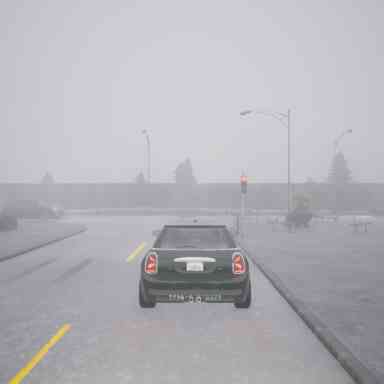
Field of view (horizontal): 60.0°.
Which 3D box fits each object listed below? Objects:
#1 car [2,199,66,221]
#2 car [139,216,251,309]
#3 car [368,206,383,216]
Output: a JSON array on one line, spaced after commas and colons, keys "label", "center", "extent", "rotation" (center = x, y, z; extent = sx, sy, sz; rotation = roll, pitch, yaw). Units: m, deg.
[{"label": "car", "center": [-12.502, 1.352, 26.495], "extent": [4.553, 1.767, 2.097], "rotation": [0, 0, 0]}, {"label": "car", "center": [0.075, 1.352, 8.061], "extent": [2.097, 1.767, 4.553], "rotation": [0, 0, 1]}, {"label": "car", "center": [19.316, 1.547, 30.640], "extent": [5.357, 1.411, 2.033], "rotation": [0, 0, 0]}]
